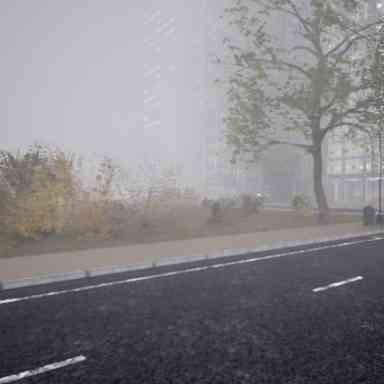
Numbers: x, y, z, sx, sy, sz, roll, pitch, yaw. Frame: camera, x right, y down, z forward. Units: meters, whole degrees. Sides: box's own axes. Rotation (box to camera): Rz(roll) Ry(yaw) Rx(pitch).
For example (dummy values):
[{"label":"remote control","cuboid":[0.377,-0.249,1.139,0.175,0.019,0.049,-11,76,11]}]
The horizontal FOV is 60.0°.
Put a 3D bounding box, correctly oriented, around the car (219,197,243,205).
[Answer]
[{"label":"car","cuboid":[6.204,1.369,54.136,2.128,1.511,4.902,1,0,-33]}]
